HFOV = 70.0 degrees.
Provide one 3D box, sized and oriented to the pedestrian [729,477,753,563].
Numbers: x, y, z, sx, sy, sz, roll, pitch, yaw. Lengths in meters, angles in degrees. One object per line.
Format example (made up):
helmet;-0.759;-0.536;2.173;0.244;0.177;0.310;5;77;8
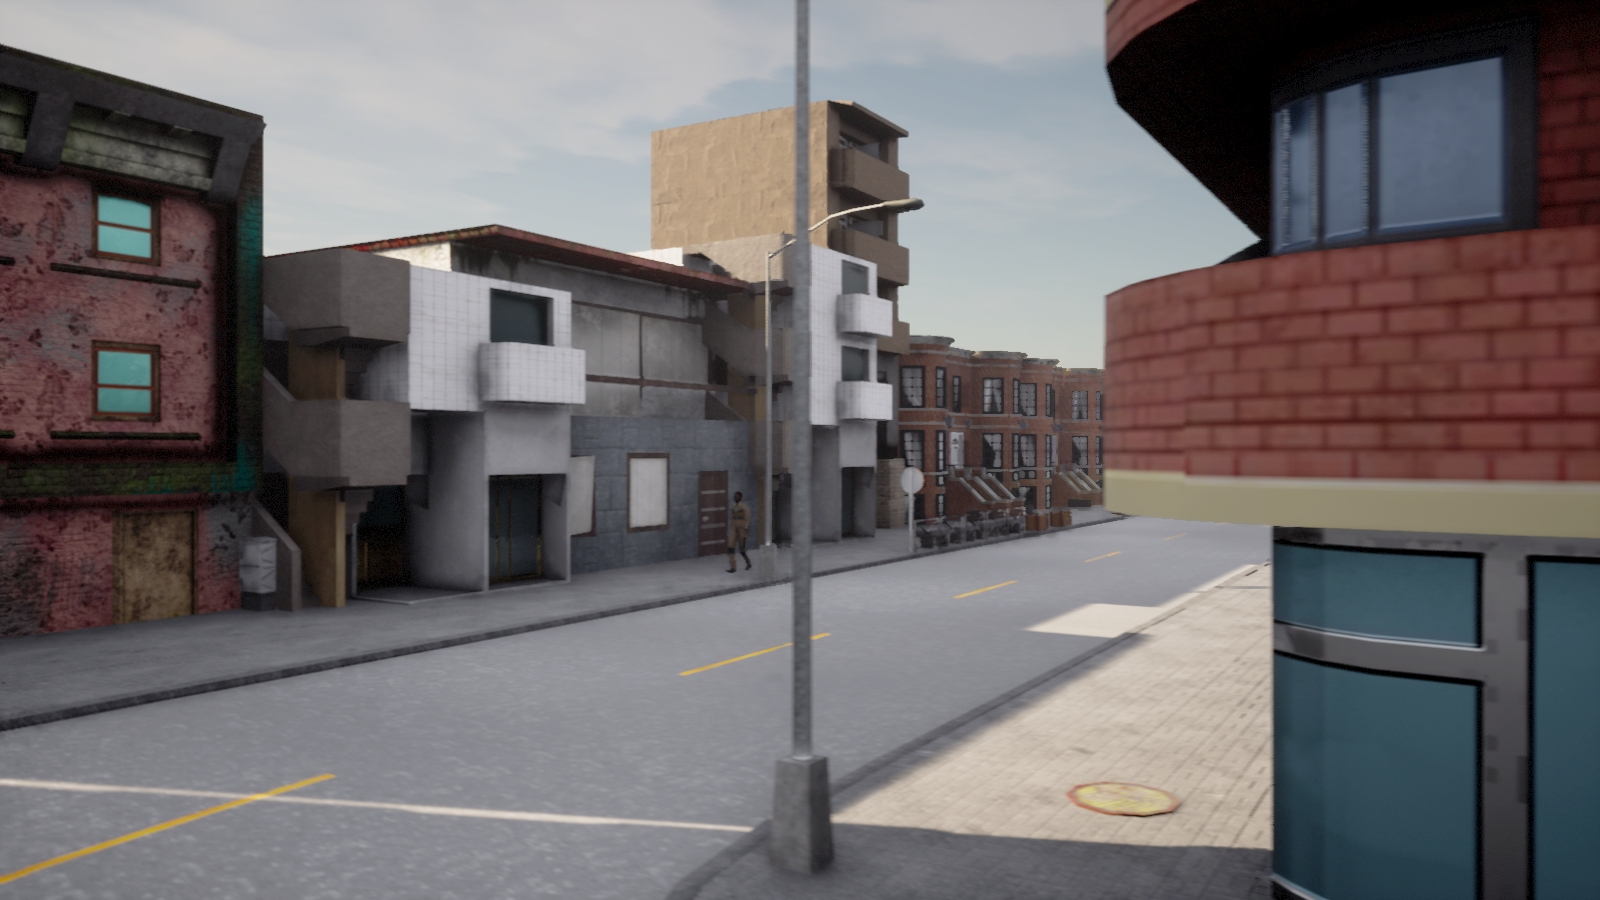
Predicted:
pedestrian;-1.305;1.529;25.199;0.375;1.860;0.375;0;0;33
